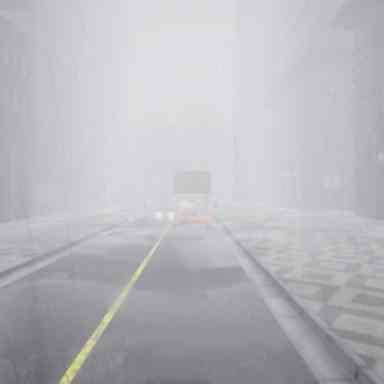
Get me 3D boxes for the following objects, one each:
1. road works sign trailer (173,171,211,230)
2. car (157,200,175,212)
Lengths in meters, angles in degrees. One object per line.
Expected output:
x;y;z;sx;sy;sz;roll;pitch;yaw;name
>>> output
0.004;0.478;21.052;2.380;3.560;2.880;0;0;0;road works sign trailer
-3.088;1.643;40.202;1.895;1.301;4.718;0;0;0;car
